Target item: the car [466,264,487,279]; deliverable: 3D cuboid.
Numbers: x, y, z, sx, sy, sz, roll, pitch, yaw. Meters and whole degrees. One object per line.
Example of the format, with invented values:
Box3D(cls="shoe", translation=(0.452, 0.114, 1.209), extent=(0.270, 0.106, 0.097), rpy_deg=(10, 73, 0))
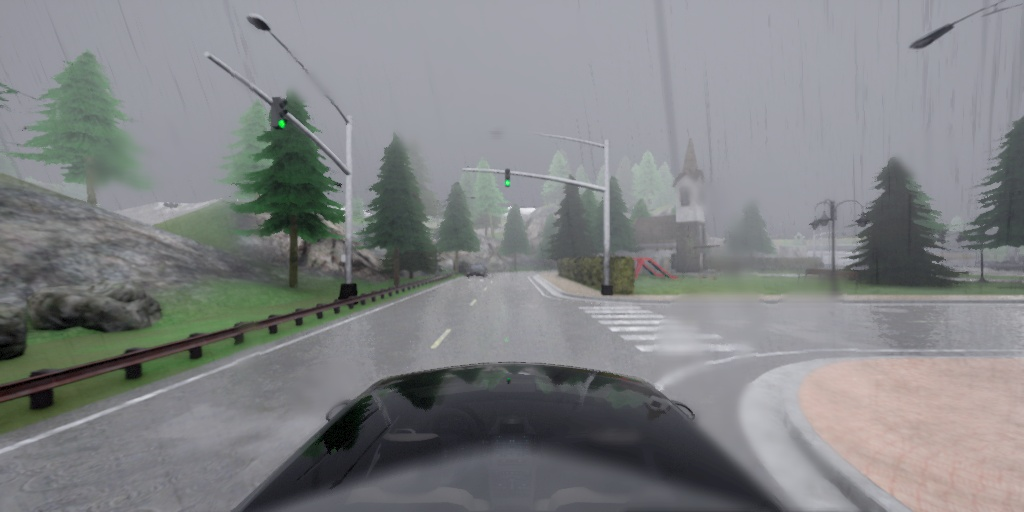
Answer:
Box3D(cls="car", translation=(-3.602, 1.561, 37.441), extent=(2.033, 1.411, 5.357), rpy_deg=(0, 0, 0))
